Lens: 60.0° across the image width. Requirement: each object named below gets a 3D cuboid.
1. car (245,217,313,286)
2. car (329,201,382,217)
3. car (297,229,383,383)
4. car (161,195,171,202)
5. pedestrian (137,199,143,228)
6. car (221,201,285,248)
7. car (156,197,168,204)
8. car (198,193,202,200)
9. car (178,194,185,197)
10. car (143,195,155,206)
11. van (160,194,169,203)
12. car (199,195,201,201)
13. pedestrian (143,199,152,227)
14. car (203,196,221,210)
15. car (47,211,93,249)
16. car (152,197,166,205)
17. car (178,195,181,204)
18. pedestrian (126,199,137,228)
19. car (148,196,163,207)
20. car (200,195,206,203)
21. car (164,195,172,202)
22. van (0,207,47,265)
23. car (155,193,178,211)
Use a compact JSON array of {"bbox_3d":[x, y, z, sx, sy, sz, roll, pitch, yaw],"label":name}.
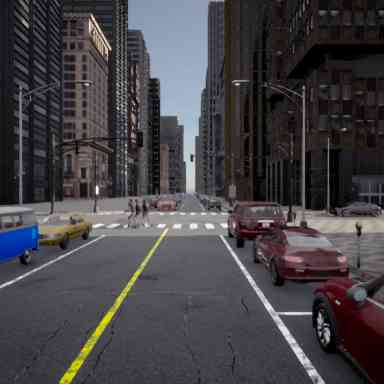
[{"bbox_3d":[2.759,1.582,9.106,1.802,1.307,4.206,0,0,0],"label":"car"},{"bbox_3d":[14.666,1.527,29.944,4.181,1.385,1.994,0,0,0],"label":"car"},{"bbox_3d":[2.760,1.440,3.429,1.967,1.590,4.097,0,0,0],"label":"car"},{"bbox_3d":[-5.773,1.461,75.591,1.967,1.590,4.097,0,0,0],"label":"car"},{"bbox_3d":[-3.446,1.295,20.968,0.375,1.860,0.375,0,0,0],"label":"pedestrian"},{"bbox_3d":[2.758,1.315,14.784,2.192,1.841,5.009,0,0,0],"label":"car"},{"bbox_3d":[-5.771,1.596,64.309,1.802,1.307,4.206,0,0,0],"label":"car"},{"bbox_3d":[2.753,1.457,69.960,1.967,1.590,4.097,0,0,0],"label":"car"},{"bbox_3d":[-3.044,1.562,65.978,2.033,1.411,5.357,0,0,0],"label":"car"},{"bbox_3d":[-5.770,1.322,47.387,2.192,1.841,5.009,0,0,0],"label":"car"},{"bbox_3d":[-5.773,1.358,69.950,1.690,1.788,3.998,0,0,0],"label":"van"},{"bbox_3d":[2.754,1.556,58.679,1.887,1.381,4.507,0,0,0],"label":"car"},{"bbox_3d":[-3.012,1.295,21.700,0.375,1.860,0.375,0,0,0],"label":"pedestrian"},{"bbox_3d":[2.756,1.556,41.757,2.008,1.369,4.403,0,0,0],"label":"car"},{"bbox_3d":[-5.766,1.526,14.603,1.752,1.417,4.829,0,0,0],"label":"car"},{"bbox_3d":[-5.771,1.577,58.670,1.947,1.339,4.313,0,0,0],"label":"car"},{"bbox_3d":[-3.096,1.609,50.944,1.895,1.301,4.718,0,0,0],"label":"car"},{"bbox_3d":[-3.708,1.295,20.319,0.375,1.860,0.375,0,0,0],"label":"pedestrian"},{"bbox_3d":[-5.771,1.449,53.029,1.967,1.590,4.097,0,0,0],"label":"car"},{"bbox_3d":[2.755,1.560,53.039,2.008,1.369,4.403,0,0,0],"label":"car"},{"bbox_3d":[-5.773,1.550,81.062,1.752,1.417,4.829,0,0,0],"label":"car"},{"bbox_3d":[-5.766,1.341,9.095,1.690,1.788,3.998,0,0,0],"label":"van"},{"bbox_3d":[-3.046,1.357,40.709,2.097,1.767,4.553,0,0,-2],"label":"car"}]
